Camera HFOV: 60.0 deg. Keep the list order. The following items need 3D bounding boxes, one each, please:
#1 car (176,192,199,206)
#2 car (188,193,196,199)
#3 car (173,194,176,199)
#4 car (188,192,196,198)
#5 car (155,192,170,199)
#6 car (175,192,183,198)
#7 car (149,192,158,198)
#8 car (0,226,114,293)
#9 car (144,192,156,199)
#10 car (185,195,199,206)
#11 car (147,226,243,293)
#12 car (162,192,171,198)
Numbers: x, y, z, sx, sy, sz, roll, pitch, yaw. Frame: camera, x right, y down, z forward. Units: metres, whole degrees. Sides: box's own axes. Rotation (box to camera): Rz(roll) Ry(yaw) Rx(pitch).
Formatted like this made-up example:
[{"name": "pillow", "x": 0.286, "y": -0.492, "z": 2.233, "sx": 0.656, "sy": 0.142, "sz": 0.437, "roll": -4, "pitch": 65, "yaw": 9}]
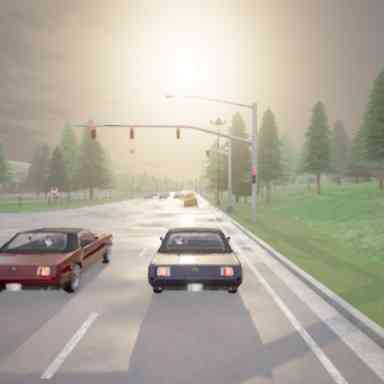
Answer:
[{"name": "car", "x": -0.534, "y": 0.761, "z": 46.925, "sx": 1.882, "sy": 1.535, "sz": 5.008, "roll": -16, "pitch": 15, "yaw": -7}, {"name": "car", "x": -0.009, "y": 1.022, "z": 81.331, "sx": 1.994, "sy": 1.385, "sz": 4.181, "roll": 0, "pitch": 0, "yaw": 0}, {"name": "car", "x": -3.509, "y": 1.022, "z": 81.330, "sx": 1.994, "sy": 1.385, "sz": 4.181, "roll": 0, "pitch": 0, "yaw": 0}, {"name": "car", "x": -0.010, "y": 0.786, "z": 91.333, "sx": 2.033, "sy": 1.411, "sz": 5.357, "roll": 0, "pitch": 0, "yaw": 0}, {"name": "car", "x": -7.009, "y": 1.012, "z": 80.913, "sx": 2.033, "sy": 1.411, "sz": 5.357, "roll": 0, "pitch": 0, "yaw": 0}, {"name": "car", "x": -3.510, "y": 0.770, "z": 91.332, "sx": 1.812, "sy": 1.442, "sz": 4.674, "roll": 0, "pitch": 0, "yaw": 0}, {"name": "car", "x": -10.510, "y": 0.746, "z": 91.331, "sx": 1.837, "sy": 1.490, "sz": 4.892, "roll": 0, "pitch": 0, "yaw": 0}, {"name": "car", "x": -3.422, "y": 1.545, "z": 8.645, "sx": 1.895, "sy": 1.301, "sz": 4.718, "roll": 0, "pitch": 0, "yaw": 0}, {"name": "car", "x": -10.509, "y": 1.012, "z": 80.913, "sx": 2.033, "sy": 1.411, "sz": 5.357, "roll": 0, "pitch": 0, "yaw": 0}, {"name": "car", "x": -0.005, "y": 1.268, "z": 50.292, "sx": 2.033, "sy": 1.411, "sz": 5.357, "roll": 0, "pitch": 2, "yaw": 0}, {"name": "car", "x": 0.078, "y": 1.545, "z": 8.628, "sx": 1.895, "sy": 1.301, "sz": 4.718, "roll": 0, "pitch": 0, "yaw": 0}, {"name": "car", "x": -7.010, "y": 0.786, "z": 91.332, "sx": 2.033, "sy": 1.411, "sz": 5.357, "roll": 0, "pitch": 0, "yaw": 0}]
